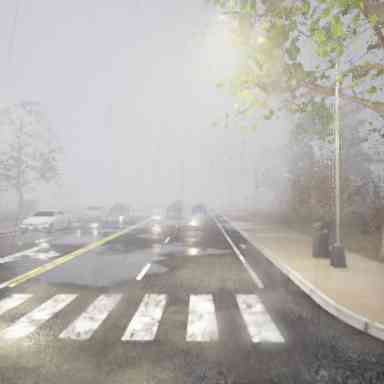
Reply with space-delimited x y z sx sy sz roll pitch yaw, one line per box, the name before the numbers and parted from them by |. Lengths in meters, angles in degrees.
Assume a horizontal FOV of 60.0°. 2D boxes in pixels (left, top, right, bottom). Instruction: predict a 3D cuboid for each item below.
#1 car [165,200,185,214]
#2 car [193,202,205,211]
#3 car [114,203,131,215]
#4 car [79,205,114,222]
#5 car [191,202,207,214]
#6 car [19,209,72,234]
car | -2.338 2.138 43.597 1.812 1.442 4.674 0 -1 1
car | 1.136 2.297 53.556 1.994 1.385 4.181 0 -1 1
car | -8.951 2.099 41.488 1.837 1.490 4.892 0 -1 2
car | -9.191 1.991 31.611 1.812 1.442 4.674 0 -1 1
car | 0.910 2.171 43.490 1.994 1.385 4.181 0 -1 1
car | -9.414 1.862 21.883 1.812 1.442 4.674 0 -1 1
